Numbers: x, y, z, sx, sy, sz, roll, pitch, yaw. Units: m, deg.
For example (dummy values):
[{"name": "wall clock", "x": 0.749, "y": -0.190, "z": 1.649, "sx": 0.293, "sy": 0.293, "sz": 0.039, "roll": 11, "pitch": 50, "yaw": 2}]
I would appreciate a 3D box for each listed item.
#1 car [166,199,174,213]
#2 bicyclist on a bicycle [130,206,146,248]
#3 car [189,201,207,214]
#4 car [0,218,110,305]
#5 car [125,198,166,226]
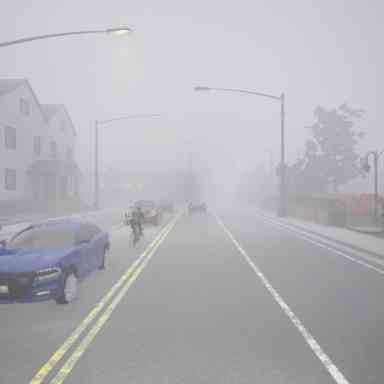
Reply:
[{"name": "car", "x": -3.025, "y": 1.478, "z": 36.884, "sx": 1.882, "sy": 1.535, "sz": 5.008, "roll": 0, "pitch": 0, "yaw": 2}, {"name": "bicyclist on a bicycle", "x": -2.241, "y": 1.428, "z": 13.764, "sx": 0.582, "sy": 1.620, "sz": 1.656, "roll": -1, "pitch": -1, "yaw": 13}, {"name": "car", "x": 0.606, "y": 1.601, "z": 35.631, "sx": 1.895, "sy": 1.301, "sz": 4.718, "roll": 0, "pitch": 0, "yaw": 1}, {"name": "car", "x": -3.431, "y": 1.486, "z": 8.394, "sx": 1.882, "sy": 1.535, "sz": 5.008, "roll": -1, "pitch": -1, "yaw": -1}, {"name": "car", "x": -3.277, "y": 1.353, "z": 23.268, "sx": 2.097, "sy": 1.767, "sz": 4.553, "roll": 0, "pitch": 0, "yaw": 1}]
